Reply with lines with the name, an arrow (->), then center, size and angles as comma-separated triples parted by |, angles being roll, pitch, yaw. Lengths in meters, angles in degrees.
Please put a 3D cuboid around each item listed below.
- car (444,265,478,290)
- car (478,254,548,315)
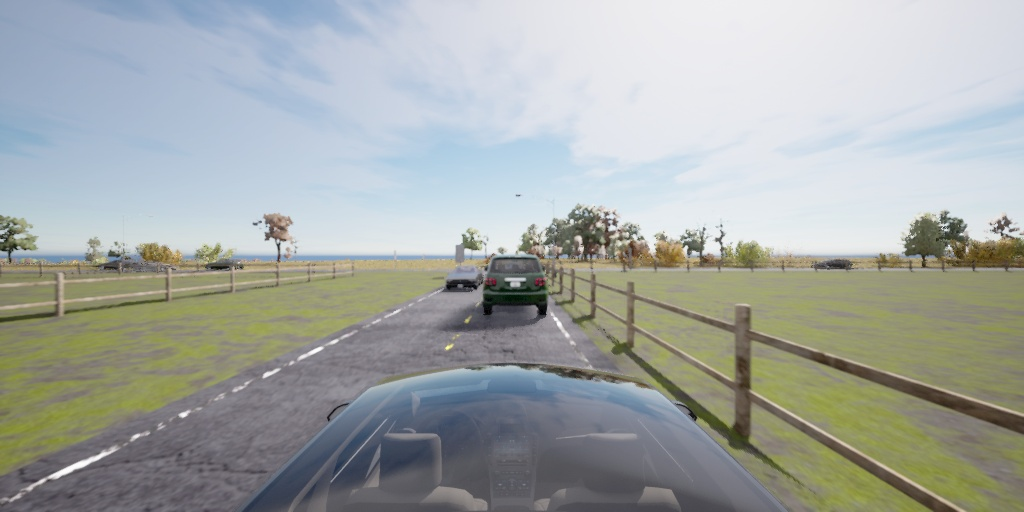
car -> -2.844, 1.282, 22.359 | 2.033, 1.411, 5.357 | 0, 0, 0
car -> 0.104, 0.963, 13.672 | 2.150, 2.045, 5.566 | 0, 0, 0
